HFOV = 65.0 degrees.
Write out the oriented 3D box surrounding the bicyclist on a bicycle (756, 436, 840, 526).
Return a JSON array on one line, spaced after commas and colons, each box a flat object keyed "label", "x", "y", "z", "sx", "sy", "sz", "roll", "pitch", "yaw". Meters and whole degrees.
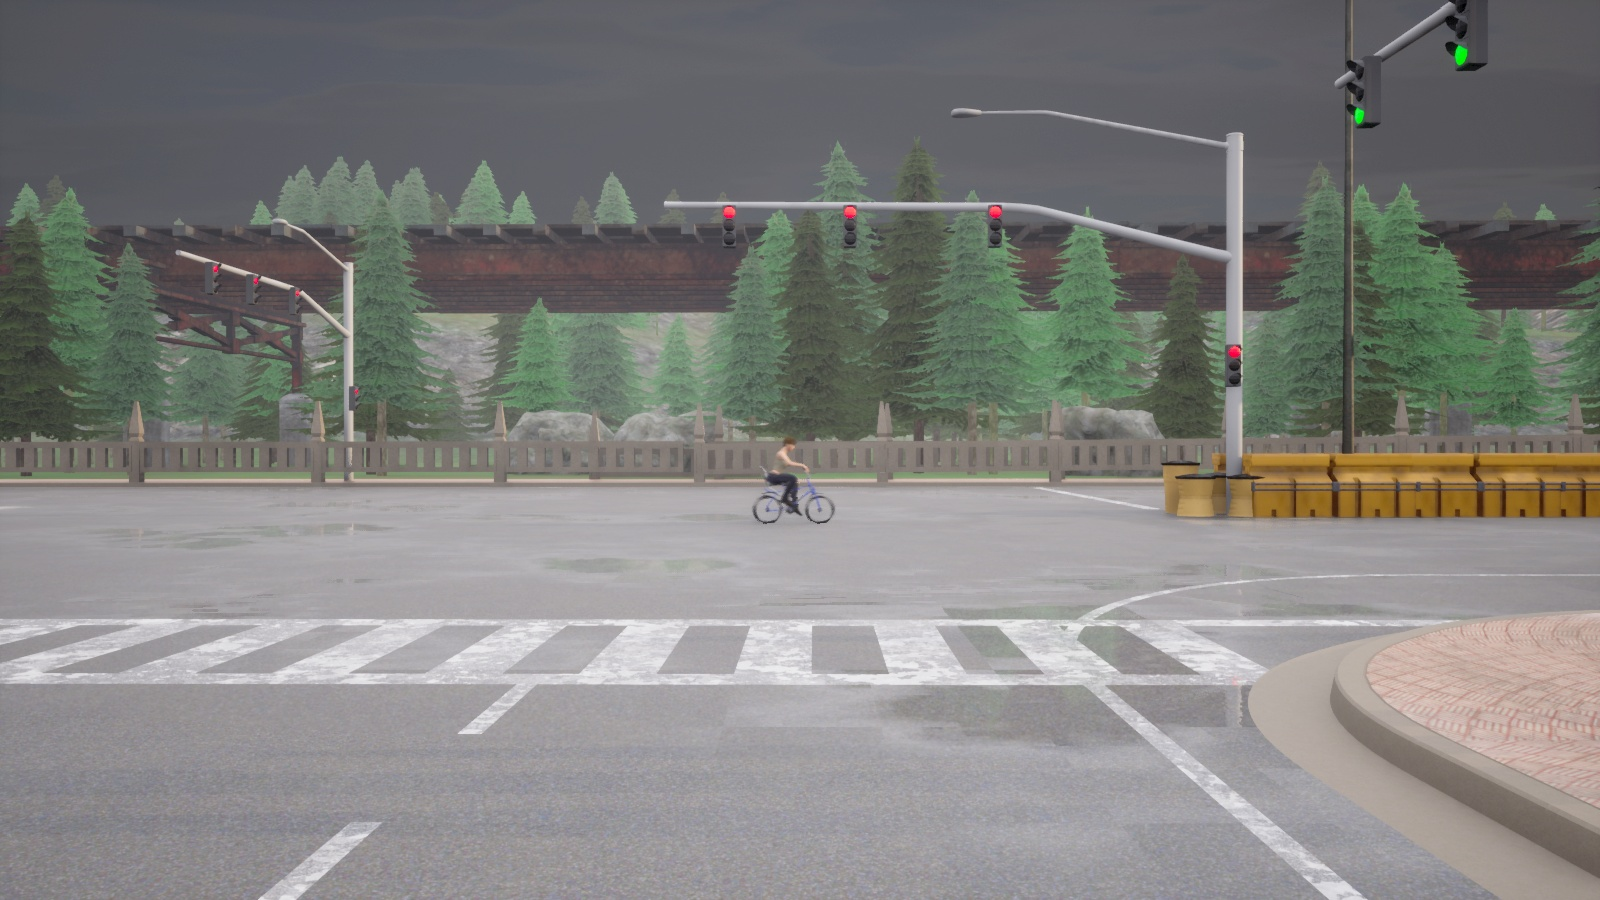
[{"label": "bicyclist on a bicycle", "x": -0.037, "y": 0.553, "z": 22.939, "sx": 1.509, "sy": 1.612, "sz": 0.866, "roll": 0, "pitch": 0, "yaw": 0}]
